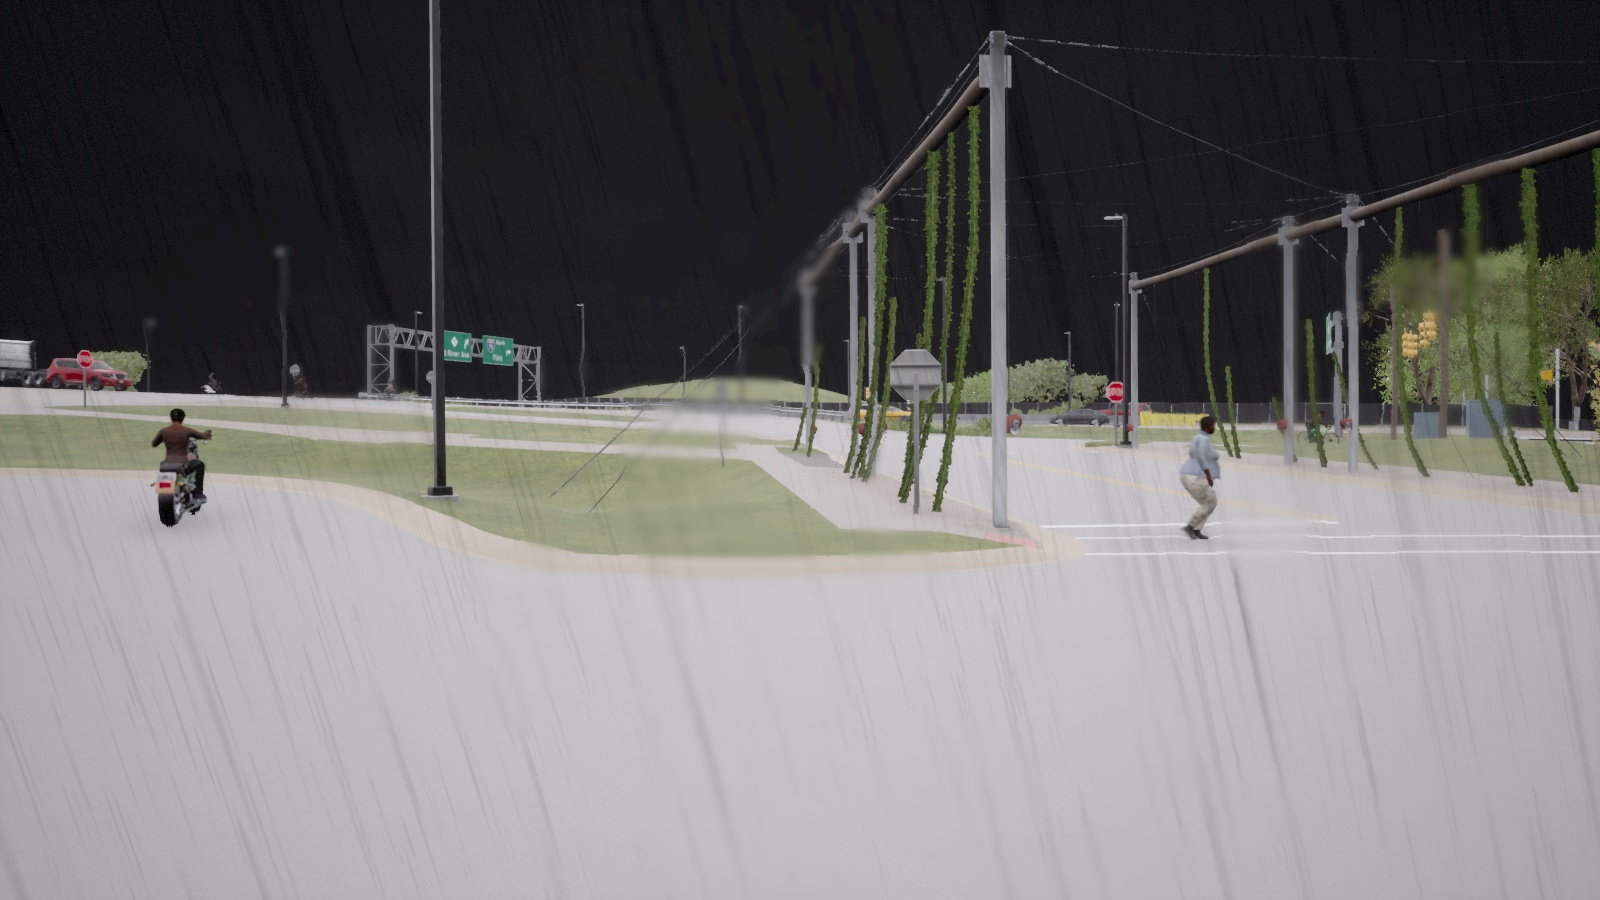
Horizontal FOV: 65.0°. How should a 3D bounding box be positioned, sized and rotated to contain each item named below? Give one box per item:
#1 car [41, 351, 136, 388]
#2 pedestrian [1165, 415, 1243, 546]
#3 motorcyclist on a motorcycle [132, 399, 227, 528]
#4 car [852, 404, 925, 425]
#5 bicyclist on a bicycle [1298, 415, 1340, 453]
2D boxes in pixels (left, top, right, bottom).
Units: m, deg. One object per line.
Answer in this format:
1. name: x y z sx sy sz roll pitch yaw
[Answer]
1. car: -46.356 -5.241 81.869 5.566 2.045 2.150 4 2 18
2. pedestrian: 5.832 0.423 18.182 0.900 1.855 0.874 0 1 6
3. motorcyclist on a motorcycle: -8.817 0.135 17.938 0.766 1.649 2.350 0 4 -16
4. car: 6.922 -2.792 98.570 5.366 1.575 1.801 2 1 20
5. bicyclist on a bicycle: 23.039 -0.727 55.749 1.656 1.620 0.582 2 1 19
